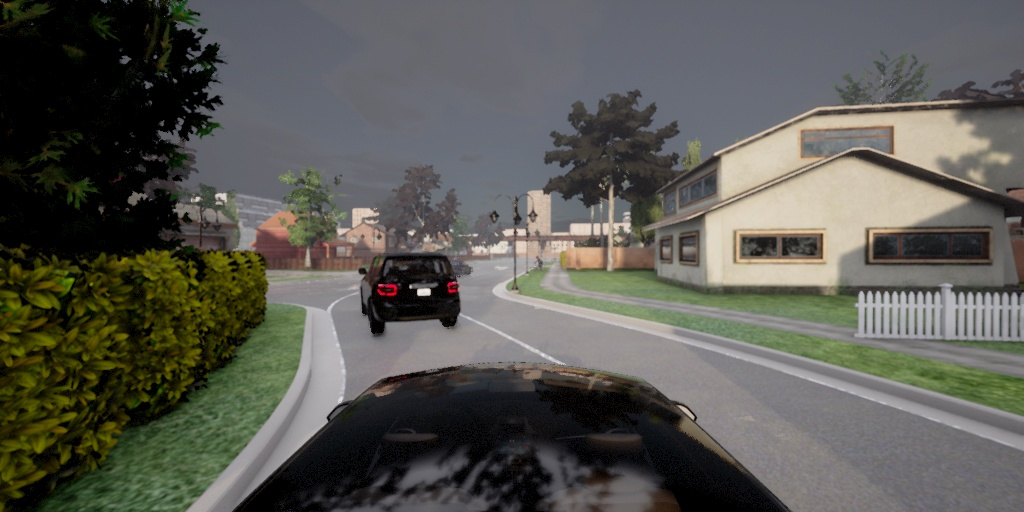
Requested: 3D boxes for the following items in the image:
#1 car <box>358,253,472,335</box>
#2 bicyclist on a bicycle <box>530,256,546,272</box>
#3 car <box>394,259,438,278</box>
[{"bbox_3d":[-3.238,0.920,10.748,2.150,2.045,5.566,0,0,-26],"label":"car"},{"bbox_3d":[2.712,0.815,37.240,1.656,1.620,0.582,0,0,8],"label":"bicyclist on a bicycle"},{"bbox_3d":[-8.536,1.059,32.345,2.128,1.511,4.902,0,0,8],"label":"car"}]
